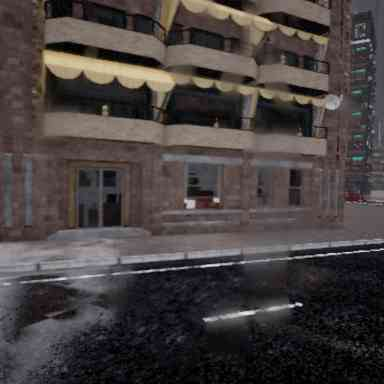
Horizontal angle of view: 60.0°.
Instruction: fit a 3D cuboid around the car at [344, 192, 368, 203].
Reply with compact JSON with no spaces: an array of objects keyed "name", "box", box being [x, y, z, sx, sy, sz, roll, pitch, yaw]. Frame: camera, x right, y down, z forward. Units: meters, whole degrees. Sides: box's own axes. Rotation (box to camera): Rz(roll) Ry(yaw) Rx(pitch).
[{"name":"car","box":[19.836,0.699,42.027,4.206,1.307,1.802,3,1,32]}]
